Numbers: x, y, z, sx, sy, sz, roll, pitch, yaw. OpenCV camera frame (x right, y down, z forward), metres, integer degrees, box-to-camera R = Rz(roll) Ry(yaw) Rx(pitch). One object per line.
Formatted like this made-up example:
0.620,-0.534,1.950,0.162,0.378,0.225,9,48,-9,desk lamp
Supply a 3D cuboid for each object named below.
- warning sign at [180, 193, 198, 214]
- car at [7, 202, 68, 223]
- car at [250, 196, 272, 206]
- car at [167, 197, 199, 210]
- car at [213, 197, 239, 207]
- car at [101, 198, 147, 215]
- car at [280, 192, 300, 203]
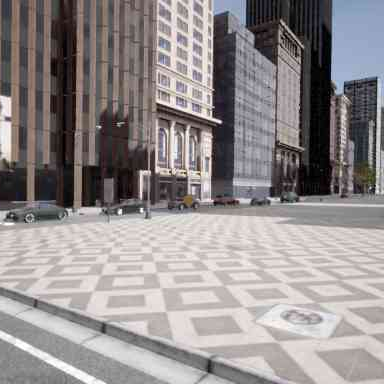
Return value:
-0.255,1.077,30.676,1.300,1.860,1.060,1,1,35,warning sign
-11.459,1.470,24.919,1.994,1.385,4.181,1,1,35,car
10.388,1.353,50.238,1.812,1.442,4.674,1,1,35,car
-1.002,1.340,39.689,1.837,1.490,4.892,1,1,35,car
4.955,1.395,48.044,1.895,1.301,4.718,1,1,36,car
-6.448,1.377,31.996,1.837,1.490,4.892,1,1,35,car
17.929,0.991,60.891,2.150,2.045,5.566,1,1,34,car
